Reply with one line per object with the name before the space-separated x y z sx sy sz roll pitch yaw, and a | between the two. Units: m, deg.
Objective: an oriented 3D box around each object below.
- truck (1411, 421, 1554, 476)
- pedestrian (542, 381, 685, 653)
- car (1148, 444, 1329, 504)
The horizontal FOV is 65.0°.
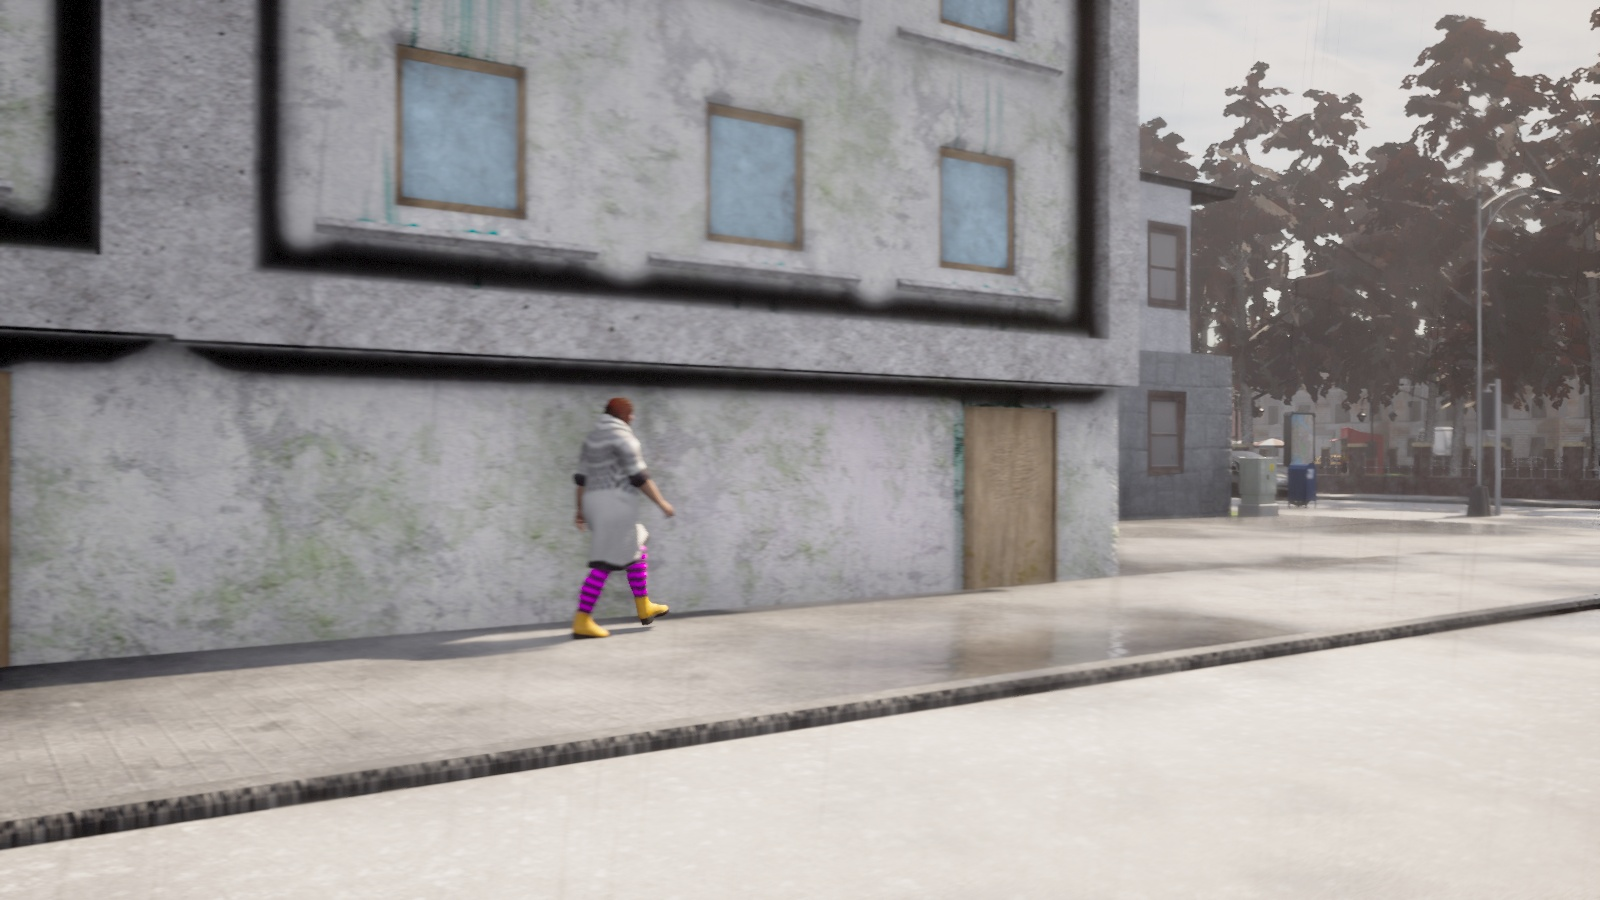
truck | 45.357 -0.090 83.740 2.891 3.462 7.936 0 0 -35
pedestrian | -1.417 0.483 9.536 0.873 1.952 0.659 0 0 -34
car | 12.895 0.667 37.193 2.242 1.667 4.611 0 0 -34
